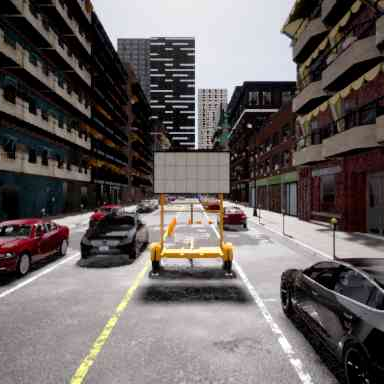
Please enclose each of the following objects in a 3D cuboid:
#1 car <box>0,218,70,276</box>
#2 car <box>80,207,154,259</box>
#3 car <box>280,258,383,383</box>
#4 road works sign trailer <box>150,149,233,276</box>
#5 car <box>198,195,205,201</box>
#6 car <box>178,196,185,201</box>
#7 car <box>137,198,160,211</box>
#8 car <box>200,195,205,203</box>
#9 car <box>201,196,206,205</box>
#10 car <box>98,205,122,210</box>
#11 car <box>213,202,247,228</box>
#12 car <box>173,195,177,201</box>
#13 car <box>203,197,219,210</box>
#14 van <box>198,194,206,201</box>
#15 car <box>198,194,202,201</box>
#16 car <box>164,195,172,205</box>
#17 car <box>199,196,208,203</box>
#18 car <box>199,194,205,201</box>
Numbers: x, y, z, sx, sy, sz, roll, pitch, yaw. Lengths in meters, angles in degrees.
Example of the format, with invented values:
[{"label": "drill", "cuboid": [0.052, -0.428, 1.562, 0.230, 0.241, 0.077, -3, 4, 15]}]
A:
[{"label": "car", "cuboid": [-5.312, 1.548, 10.368, 1.887, 1.381, 4.507, 1, 0, 0]}, {"label": "car", "cuboid": [-2.757, 1.530, 12.772, 1.812, 1.442, 4.674, 0, 0, 0]}, {"label": "car", "cuboid": [2.571, 1.567, 4.694, 1.947, 1.339, 4.313, 1, 0, 0]}, {"label": "road works sign trailer", "cuboid": [-0.004, 0.467, 10.372, 2.380, 3.560, 2.880, 0, 0, 0]}, {"label": "car", "cuboid": [2.535, 1.637, 90.208, 1.752, 1.417, 4.829, 0, 0, 0]}, {"label": "car", "cuboid": [-2.786, 1.713, 90.341, 1.895, 1.301, 4.718, 0, 0, 0]}, {"label": "car", "cuboid": [-5.324, 1.576, 38.817, 2.008, 1.369, 4.403, 1, 0, 0]}, {"label": "car", "cuboid": [2.552, 1.582, 50.211, 1.887, 1.381, 4.507, 1, 0, 0]}, {"label": "car", "cuboid": [2.554, 1.576, 44.522, 1.887, 1.381, 4.507, 1, 0, 0]}, {"label": "car", "cuboid": [-5.316, 1.554, 21.747, 1.887, 1.381, 4.507, 1, 0, 0]}, {"label": "car", "cuboid": [2.563, 1.591, 21.762, 1.802, 1.307, 4.206, 1, 0, 0]}, {"label": "car", "cuboid": [-5.343, 1.643, 84.335, 1.887, 1.381, 4.507, 0, 0, 0]}, {"label": "car", "cuboid": [2.556, 1.607, 38.831, 1.802, 1.307, 4.206, 1, 0, 0]}, {"label": "van", "cuboid": [2.539, 1.440, 84.348, 1.690, 1.788, 3.998, 0, 0, 0]}, {"label": "car", "cuboid": [2.545, 1.588, 67.449, 1.752, 1.417, 4.829, 0, 0, 0]}, {"label": "car", "cuboid": [-5.333, 1.598, 61.577, 1.887, 1.381, 4.507, 1, 0, 0]}, {"label": "car", "cuboid": [2.542, 1.655, 72.968, 1.802, 1.307, 4.206, 0, 0, 0]}, {"label": "car", "cuboid": [2.550, 1.570, 56.070, 1.752, 1.417, 4.829, 0, 0, 0]}]
